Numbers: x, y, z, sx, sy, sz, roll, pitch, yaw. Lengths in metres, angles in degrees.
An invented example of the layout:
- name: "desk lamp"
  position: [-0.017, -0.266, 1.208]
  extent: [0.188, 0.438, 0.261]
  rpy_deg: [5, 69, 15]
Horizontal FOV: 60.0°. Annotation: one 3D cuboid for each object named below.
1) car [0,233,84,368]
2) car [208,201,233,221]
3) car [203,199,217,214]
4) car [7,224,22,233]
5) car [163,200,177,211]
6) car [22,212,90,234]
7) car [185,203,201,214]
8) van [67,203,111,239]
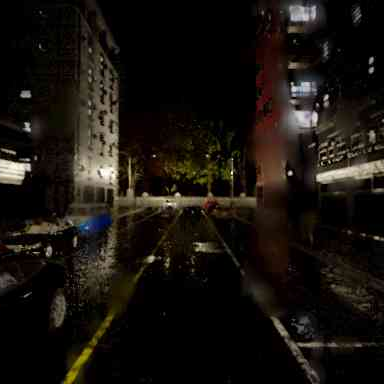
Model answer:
- name: "car"
  position: [-3.101, 1.569, 4.246]
  extent: [1.812, 1.442, 4.674]
  rpy_deg: [0, -1, 0]
- name: "car"
  position: [2.691, 1.821, 29.906]
  extent: [1.752, 1.417, 4.829]
  rpy_deg: [1, -1, 0]
- name: "car"
  position: [2.685, 1.951, 41.129]
  extent: [1.887, 1.381, 4.507]
  rpy_deg: [1, -1, 0]
- name: "car"
  position: [-5.644, 1.509, 6.888]
  extent: [1.967, 1.590, 4.097]
  rpy_deg: [1, -1, 0]
- name: "car"
  position: [-3.021, 1.789, 46.460]
  extent: [1.812, 1.442, 4.674]
  rpy_deg: [0, -1, 0]
- name: "car"
  position: [-5.649, 1.676, 12.583]
  extent: [2.008, 1.369, 4.403]
  rpy_deg: [1, -1, 0]
- name: "car"
  position: [0.082, 2.002, 40.570]
  extent: [1.895, 1.301, 4.718]
  rpy_deg: [0, -1, 0]
- name: "van"
  position: [-5.648, 1.522, 18.280]
  extent: [1.690, 1.788, 3.998]
  rpy_deg: [1, -1, 0]
